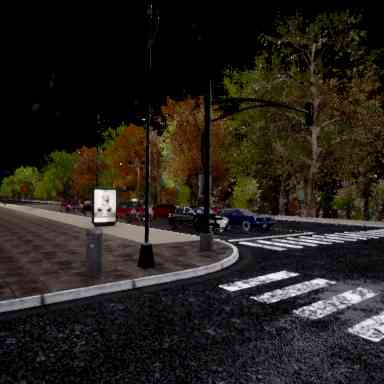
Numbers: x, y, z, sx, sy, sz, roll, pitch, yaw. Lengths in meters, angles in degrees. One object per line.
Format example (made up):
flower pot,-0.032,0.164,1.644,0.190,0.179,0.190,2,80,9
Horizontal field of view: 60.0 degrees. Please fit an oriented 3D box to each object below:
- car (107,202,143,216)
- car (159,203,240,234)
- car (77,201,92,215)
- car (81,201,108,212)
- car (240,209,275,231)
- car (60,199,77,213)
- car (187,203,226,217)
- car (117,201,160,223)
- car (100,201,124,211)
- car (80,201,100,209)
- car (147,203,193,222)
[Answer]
car,-7.560,1.871,37.215,2.033,1.411,5.357,1,-1,-34
car,0.293,1.582,20.113,2.128,1.511,4.902,1,-1,-34
car,-10.126,1.770,35.218,2.128,1.511,4.902,1,-1,-35
car,-13.556,1.980,45.955,2.033,1.411,5.357,1,-1,-34
car,3.116,1.732,21.764,1.895,1.301,4.718,1,-1,-35
car,-15.726,1.732,43.375,2.097,1.767,4.553,1,-1,-34
car,1.507,1.914,35.872,1.994,1.385,4.181,1,-1,-35
car,-4.923,1.537,27.686,2.097,1.767,4.553,1,-1,-35
car,-11.973,2.024,49.526,1.812,1.442,4.674,1,-1,-34
car,-17.844,2.204,57.967,1.895,1.301,4.718,1,-1,-35
car,-2.036,1.750,29.220,1.812,1.442,4.674,1,-1,-35
